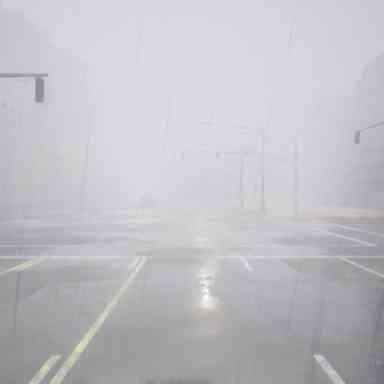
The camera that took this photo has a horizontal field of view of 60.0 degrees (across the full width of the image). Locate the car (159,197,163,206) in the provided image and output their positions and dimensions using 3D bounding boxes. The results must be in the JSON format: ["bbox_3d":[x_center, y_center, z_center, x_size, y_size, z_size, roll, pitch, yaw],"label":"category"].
[{"bbox_3d":[-7.018,1.864,67.712,2.097,1.767,4.553,0,0,0],"label":"car"}]

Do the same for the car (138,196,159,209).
[{"bbox_3d":[-7.072,1.616,52.410,2.150,2.045,5.566,0,0,0],"label":"car"}]
